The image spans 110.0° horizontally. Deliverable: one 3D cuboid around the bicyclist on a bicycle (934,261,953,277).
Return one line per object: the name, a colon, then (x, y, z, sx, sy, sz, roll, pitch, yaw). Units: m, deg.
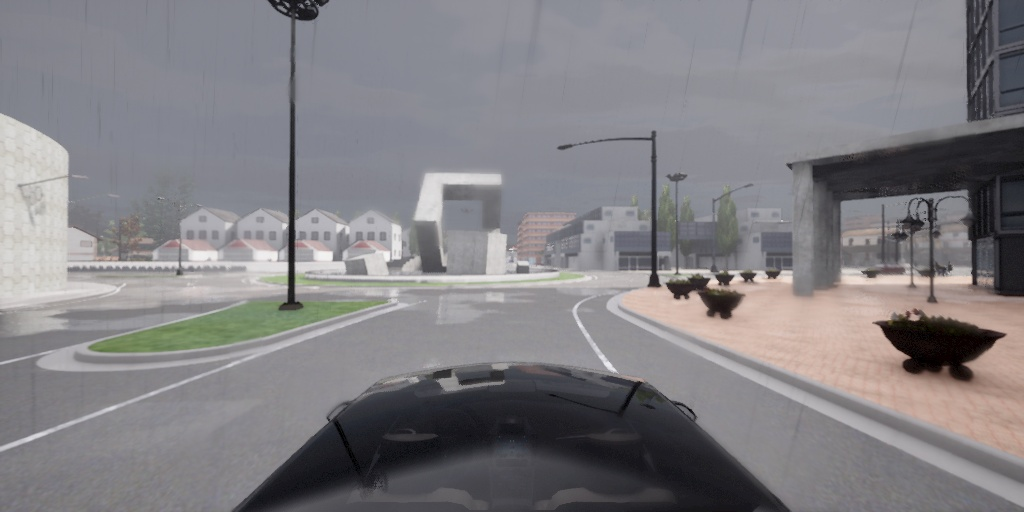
bicyclist on a bicycle: (45.469, 1.453, 38.277, 0.582, 1.620, 1.656, 3, -1, -4)
